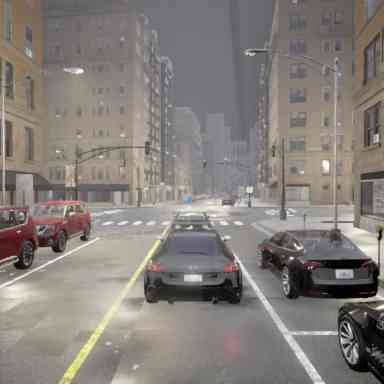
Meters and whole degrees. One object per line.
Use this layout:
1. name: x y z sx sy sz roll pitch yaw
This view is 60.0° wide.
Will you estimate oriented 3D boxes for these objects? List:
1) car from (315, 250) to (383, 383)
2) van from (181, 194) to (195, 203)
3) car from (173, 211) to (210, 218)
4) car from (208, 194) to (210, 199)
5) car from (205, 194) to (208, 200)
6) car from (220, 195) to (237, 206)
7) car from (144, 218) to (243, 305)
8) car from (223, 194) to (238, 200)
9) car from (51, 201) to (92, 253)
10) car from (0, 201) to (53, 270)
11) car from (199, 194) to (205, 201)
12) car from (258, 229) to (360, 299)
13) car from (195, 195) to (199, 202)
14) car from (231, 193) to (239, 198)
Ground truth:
1. car: 2.851 1.565 2.775 1.947 1.339 4.313 -1 0 0
2. van: -1.082 1.245 64.789 1.690 1.788 3.998 0 0 9
3. car: -0.023 1.594 16.979 1.895 1.301 4.718 0 0 0
4. car: 3.123 1.303 91.951 1.967 1.590 4.097 0 0 9
5. car: 2.283 1.449 86.518 1.802 1.307 4.206 0 0 9
6. car: 5.663 1.509 52.622 1.947 1.339 4.313 0 0 9
7. car: 0.038 1.561 8.165 1.994 1.385 4.181 0 0 0
8. car: 7.345 1.483 63.486 1.947 1.339 4.313 0 0 9
9. car: -5.696 1.310 13.768 2.192 1.841 5.009 -1 0 0
10. car: -5.687 1.313 8.260 2.192 1.841 5.009 -1 0 0
11. car: 1.416 1.399 80.918 1.752 1.417 4.829 0 0 9
12. car: 2.841 1.563 8.282 1.947 1.339 4.313 -1 0 0
13. car: -0.240 1.332 70.222 1.967 1.590 4.097 0 0 9
14. car: 10.706 1.196 85.214 2.192 1.841 5.009 0 0 9
